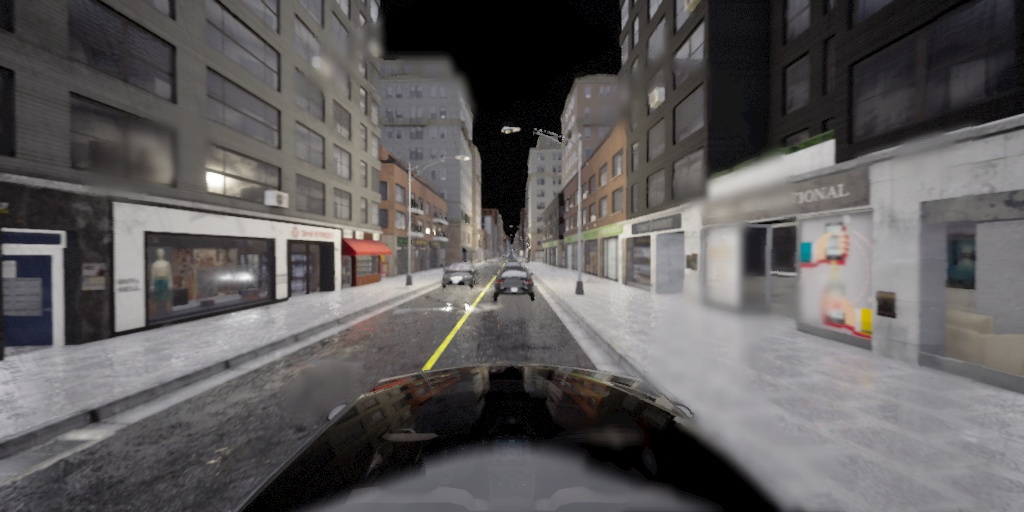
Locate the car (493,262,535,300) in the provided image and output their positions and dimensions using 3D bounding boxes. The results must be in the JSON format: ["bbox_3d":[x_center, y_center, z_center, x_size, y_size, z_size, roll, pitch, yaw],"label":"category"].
[{"bbox_3d":[0.087,1.206,17.148,1.812,1.442,4.674,0,0,0],"label":"car"}]

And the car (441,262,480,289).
[{"bbox_3d":[-3.108,1.149,22.325,2.128,1.511,4.902,0,0,0],"label":"car"}]
